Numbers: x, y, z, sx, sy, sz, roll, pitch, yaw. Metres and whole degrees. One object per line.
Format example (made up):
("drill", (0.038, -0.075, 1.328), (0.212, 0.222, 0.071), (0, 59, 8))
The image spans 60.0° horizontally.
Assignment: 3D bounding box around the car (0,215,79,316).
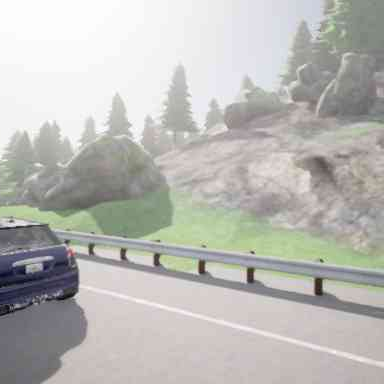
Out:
("car", (-4.459, 1.287, 6.847), (4.553, 1.767, 2.097), (1, 1, 33))
